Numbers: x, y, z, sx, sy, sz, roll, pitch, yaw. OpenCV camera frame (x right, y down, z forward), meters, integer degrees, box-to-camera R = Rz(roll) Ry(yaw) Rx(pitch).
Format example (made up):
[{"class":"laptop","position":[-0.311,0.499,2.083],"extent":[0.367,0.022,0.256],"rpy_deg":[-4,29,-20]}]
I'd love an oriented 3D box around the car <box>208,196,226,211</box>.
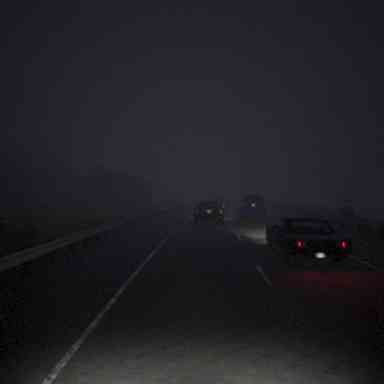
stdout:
[{"class":"car","position":[3.221,1.356,41.354],"extent":[2.097,1.767,4.553],"rpy_deg":[0,0,6]}]

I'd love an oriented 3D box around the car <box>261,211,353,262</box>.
[{"class":"car","position":[3.969,1.604,12.200],"extent":[1.895,1.301,4.718],"rpy_deg":[0,0,3]}]

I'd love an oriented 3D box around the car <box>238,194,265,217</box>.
[{"class":"car","position":[5.518,1.227,30.874],"extent":[2.150,2.045,5.566],"rpy_deg":[0,0,6]}]

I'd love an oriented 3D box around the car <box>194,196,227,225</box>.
[{"class":"car","position":[1.330,1.355,24.183],"extent":[2.097,1.767,4.553],"rpy_deg":[0,0,5]}]
